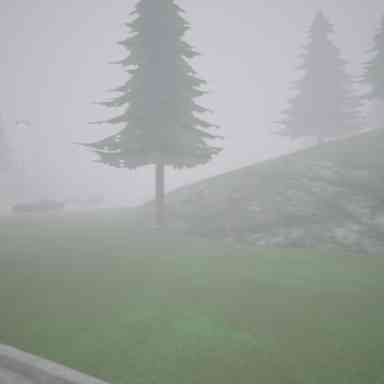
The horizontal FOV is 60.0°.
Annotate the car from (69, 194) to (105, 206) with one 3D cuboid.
[{"bbox_3d":[-14.717,1.028,47.838,2.097,1.767,4.553,0,0,28],"label":"car"}]

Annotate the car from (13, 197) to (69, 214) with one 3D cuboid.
[{"bbox_3d":[-14.910,1.409,32.587,1.895,1.301,4.718,0,1,28],"label":"car"}]

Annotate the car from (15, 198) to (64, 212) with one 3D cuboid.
[{"bbox_3d":[-16.724,1.385,36.634,1.895,1.301,4.718,0,1,28],"label":"car"}]

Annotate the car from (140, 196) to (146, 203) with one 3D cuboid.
[{"bbox_3d":[-6.641,1.054,55.420,2.128,1.511,4.902,0,0,28],"label":"car"}]

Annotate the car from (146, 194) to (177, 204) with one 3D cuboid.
[{"bbox_3d":[-4.357,1.119,52.301,2.033,1.411,5.357,0,1,28],"label":"car"}]
